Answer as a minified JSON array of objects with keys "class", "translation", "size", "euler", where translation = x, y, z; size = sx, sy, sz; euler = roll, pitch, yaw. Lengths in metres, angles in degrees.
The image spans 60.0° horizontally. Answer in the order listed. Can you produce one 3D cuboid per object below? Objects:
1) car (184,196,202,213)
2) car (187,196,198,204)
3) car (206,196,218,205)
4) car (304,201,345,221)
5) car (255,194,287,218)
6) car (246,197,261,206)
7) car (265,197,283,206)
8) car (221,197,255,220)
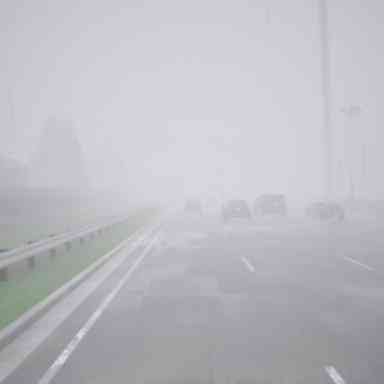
[{"class":"car","translation":[0.097,1.495,37.184],"size":[2.128,1.511,4.902],"euler":[0,0,0]},{"class":"car","translation":[0.095,1.485,64.571],"size":[1.882,1.535,5.008],"euler":[0,0,0]},{"class":"car","translation":[3.595,1.510,60.357],"size":[1.837,1.490,4.892],"euler":[0,0,0]},{"class":"car","translation":[10.600,1.506,26.876],"size":[1.837,1.490,4.892],"euler":[0,0,0]},{"class":"car","translation":[7.097,1.225,30.601],"size":[2.150,2.045,5.566],"euler":[0,0,0]},{"class":"car","translation":[10.594,1.532,57.641],"size":[1.812,1.442,4.674],"euler":[0,0,0]},{"class":"car","translation":[14.095,1.569,57.329],"size":[1.994,1.385,4.181],"euler":[0,0,0]},{"class":"car","translation":[3.598,1.356,27.869],"size":[2.097,1.767,4.553],"euler":[0,0,0]}]
